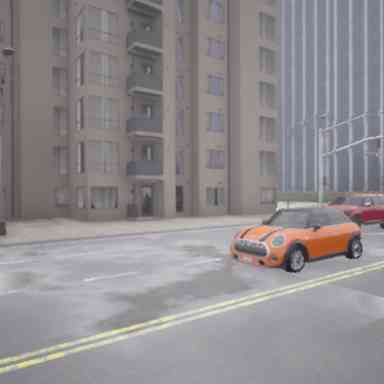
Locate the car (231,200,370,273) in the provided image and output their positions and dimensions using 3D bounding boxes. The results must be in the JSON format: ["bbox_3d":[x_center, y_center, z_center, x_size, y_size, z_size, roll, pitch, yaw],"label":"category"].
[{"bbox_3d":[3.405,1.302,10.650,4.553,1.767,2.097,0,0,-35],"label":"car"}]

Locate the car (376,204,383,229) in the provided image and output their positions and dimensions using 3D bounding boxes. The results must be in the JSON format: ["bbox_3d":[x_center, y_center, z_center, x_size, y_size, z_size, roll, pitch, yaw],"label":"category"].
[{"bbox_3d":[11.149,1.405,16.024,4.892,1.490,1.837,-1,1,-35],"label":"car"}]

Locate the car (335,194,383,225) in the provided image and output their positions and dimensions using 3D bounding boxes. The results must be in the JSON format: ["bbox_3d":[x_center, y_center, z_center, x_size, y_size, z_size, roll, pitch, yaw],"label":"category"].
[{"bbox_3d":[9.366,1.125,19.045,5.566,2.045,2.150,0,0,-35],"label":"car"}]
